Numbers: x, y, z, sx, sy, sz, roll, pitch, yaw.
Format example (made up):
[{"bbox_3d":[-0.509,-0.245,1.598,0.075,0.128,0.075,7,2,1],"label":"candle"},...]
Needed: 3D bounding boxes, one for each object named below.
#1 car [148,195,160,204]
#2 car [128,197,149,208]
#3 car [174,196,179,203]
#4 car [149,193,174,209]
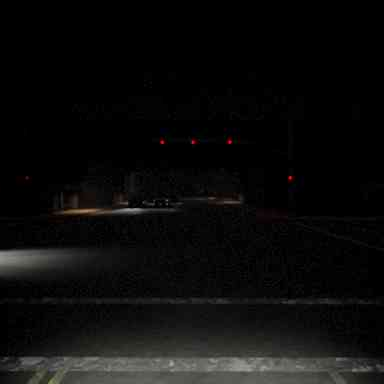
[{"bbox_3d":[-7.390,1.437,65.022,1.837,1.490,4.892,0,0,1],"label":"car"},{"bbox_3d":[-7.610,1.441,46.311,2.128,1.511,4.902,0,0,1],"label":"car"},{"bbox_3d":[-3.840,1.452,68.398,1.812,1.442,4.674,0,0,1],"label":"car"},{"bbox_3d":[-4.115,1.171,46.001,2.150,2.045,5.566,0,0,1],"label":"car"}]
